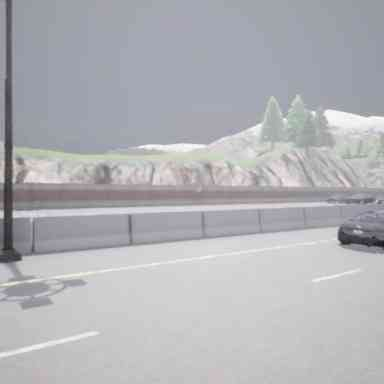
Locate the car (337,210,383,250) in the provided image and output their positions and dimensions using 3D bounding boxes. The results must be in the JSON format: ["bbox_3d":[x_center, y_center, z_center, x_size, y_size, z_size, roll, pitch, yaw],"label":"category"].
[{"bbox_3d":[7.678,1.413,13.152,4.181,1.385,1.994,0,1,-33],"label":"car"}]

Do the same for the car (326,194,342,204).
[{"bbox_3d":[21.150,0.959,47.776,4.181,1.385,1.994,0,1,-36],"label":"car"}]

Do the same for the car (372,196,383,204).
[{"bbox_3d":[25.363,1.040,42.194,4.892,1.490,1.837,-1,2,-36],"label":"car"}]

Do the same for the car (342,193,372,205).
[{"bbox_3d":[22.690,0.945,44.572,5.008,1.535,1.882,0,1,-35],"label":"car"}]
